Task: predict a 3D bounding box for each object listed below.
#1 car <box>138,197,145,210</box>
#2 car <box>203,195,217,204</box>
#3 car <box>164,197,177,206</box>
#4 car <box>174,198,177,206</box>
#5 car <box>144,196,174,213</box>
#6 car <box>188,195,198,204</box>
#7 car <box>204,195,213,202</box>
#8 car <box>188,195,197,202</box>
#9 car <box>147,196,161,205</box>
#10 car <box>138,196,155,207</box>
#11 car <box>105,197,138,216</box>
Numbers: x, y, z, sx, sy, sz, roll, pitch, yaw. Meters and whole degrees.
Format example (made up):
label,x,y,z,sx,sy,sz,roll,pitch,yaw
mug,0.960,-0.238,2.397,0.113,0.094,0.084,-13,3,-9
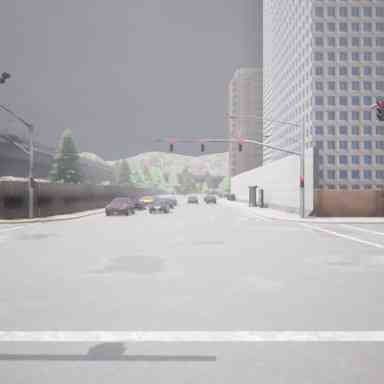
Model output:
label,x,y,z,sx,sy,sz,roll,pitch,yaw
car,-7.026,1.601,41.840,1.895,1.301,4.718,0,0,0
car,3.703,1.505,64.098,1.837,1.490,4.892,0,0,0
car,-3.488,1.601,55.340,1.895,1.301,4.718,0,0,0
car,-3.525,1.564,45.358,1.994,1.385,4.181,0,0,-1
car,-3.530,1.492,36.438,2.128,1.511,4.902,0,0,0
car,0.214,1.564,64.675,1.994,1.385,4.181,0,0,-1
car,3.621,1.500,74.494,1.837,1.490,4.892,0,0,0
car,0.123,1.478,74.623,1.882,1.535,5.008,0,0,0
car,-6.965,1.478,61.429,1.882,1.535,5.008,0,0,1
car,-7.005,1.478,51.356,1.882,1.535,5.008,0,0,0
car,-7.041,1.352,32.855,2.097,1.767,4.553,0,0,0
